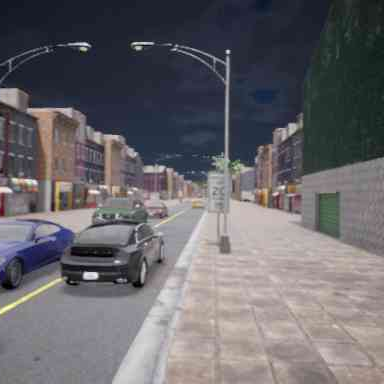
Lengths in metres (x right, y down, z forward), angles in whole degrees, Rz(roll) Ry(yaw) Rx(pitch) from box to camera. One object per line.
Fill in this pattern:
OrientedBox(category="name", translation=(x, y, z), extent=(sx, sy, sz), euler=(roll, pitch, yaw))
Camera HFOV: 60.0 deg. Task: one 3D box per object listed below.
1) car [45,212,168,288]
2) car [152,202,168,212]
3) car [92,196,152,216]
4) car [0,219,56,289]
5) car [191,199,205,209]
OrientedBox(category="car", translation=(-1.981, 1.542, 9.444), extent=(1.837, 1.490, 4.892), euler=(1, 0, 4))
OrientedBox(category="car", translation=(-3.411, 1.682, 31.393), extent=(1.812, 1.442, 4.674), euler=(1, 0, 4))
OrientedBox(category="car", translation=(-4.154, 1.291, 19.893), extent=(2.150, 2.045, 5.566), euler=(1, 0, 4))
OrientedBox(category="car", translation=(-4.850, 1.516, 9.293), extent=(1.812, 1.442, 4.674), euler=(1, 0, 4))
OrientedBox(category="car", translation=(0.951, 1.860, 53.375), extent=(1.882, 1.535, 5.008), euler=(1, 0, 4))
